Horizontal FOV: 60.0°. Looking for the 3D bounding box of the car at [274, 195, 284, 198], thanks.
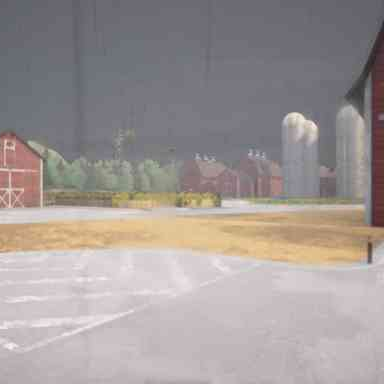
[{"bbox_3d":[24.005,1.625,91.160,2.242,1.667,4.611,0,0,35],"label":"car"}]
